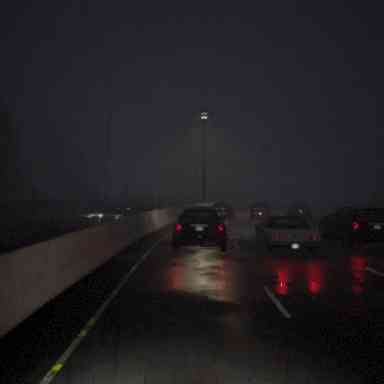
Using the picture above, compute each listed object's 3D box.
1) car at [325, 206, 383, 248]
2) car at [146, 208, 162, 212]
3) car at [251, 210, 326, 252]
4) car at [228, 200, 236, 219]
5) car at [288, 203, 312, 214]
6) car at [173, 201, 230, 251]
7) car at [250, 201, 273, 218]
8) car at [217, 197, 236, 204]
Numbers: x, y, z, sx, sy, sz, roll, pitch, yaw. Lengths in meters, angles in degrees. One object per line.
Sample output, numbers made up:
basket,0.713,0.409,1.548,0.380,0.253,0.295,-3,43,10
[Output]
car,7.460,1.421,15.231,2.097,1.767,4.553,0,0,4
car,-3.748,1.717,34.159,1.994,1.385,4.181,0,0,14
car,3.857,1.665,14.194,1.895,1.301,4.718,0,0,3
car,2.932,1.645,31.355,1.837,1.490,4.892,0,0,13
car,10.223,1.706,31.624,1.994,1.385,4.181,0,0,15
car,0.417,1.416,14.572,2.097,1.767,4.553,0,0,4
car,6.494,1.645,31.229,1.837,1.490,4.892,0,0,14
car,7.768,1.812,74.445,1.837,1.490,4.892,0,0,36
